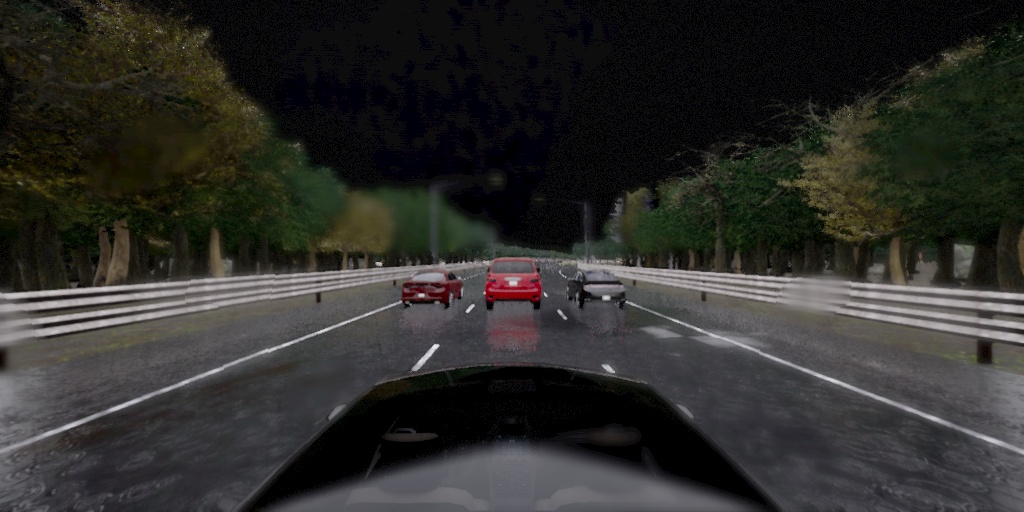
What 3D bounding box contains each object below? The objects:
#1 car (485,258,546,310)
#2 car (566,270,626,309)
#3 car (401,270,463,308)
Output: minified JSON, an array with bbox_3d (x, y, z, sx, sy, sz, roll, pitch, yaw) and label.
[{"bbox_3d":[0.073,1.100,15.652,2.150,2.045,5.566,0,0,1],"label":"car"},{"bbox_3d":[3.580,1.380,15.898,2.128,1.511,4.902,0,0,1],"label":"car"},{"bbox_3d":[-3.415,1.365,16.156,1.882,1.535,5.008,0,0,1],"label":"car"}]
